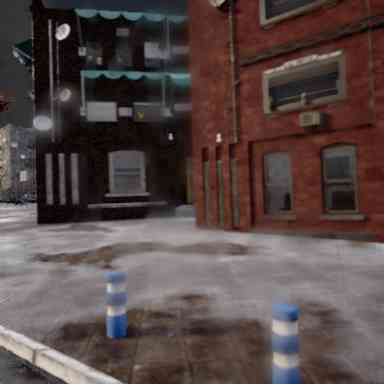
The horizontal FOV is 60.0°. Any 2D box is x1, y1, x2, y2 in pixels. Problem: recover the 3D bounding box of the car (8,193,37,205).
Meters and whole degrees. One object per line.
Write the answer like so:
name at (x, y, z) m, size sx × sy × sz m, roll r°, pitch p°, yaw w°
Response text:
car at (-20.996, 0.873, 43.561) m, size 2.033 × 1.411 × 5.357 m, roll -3°, pitch 1°, yaw 34°
